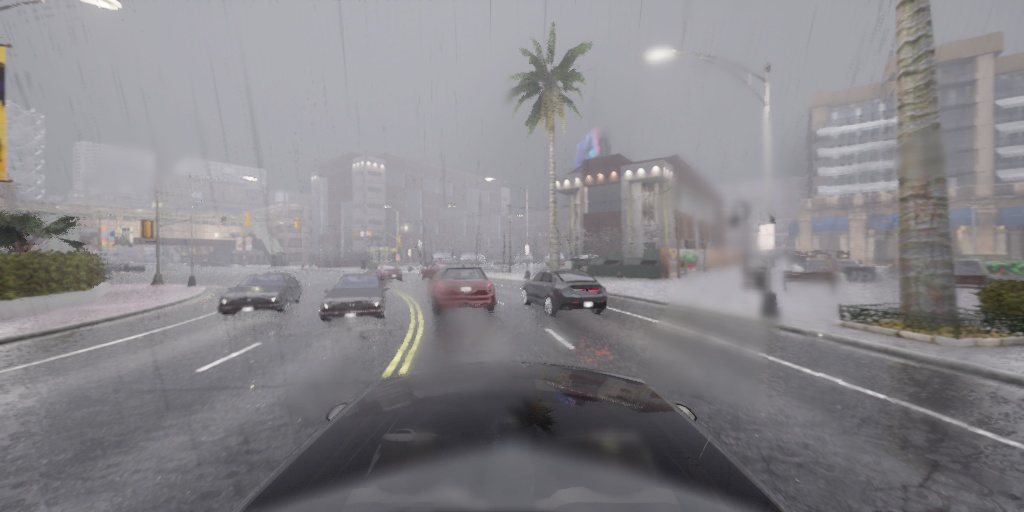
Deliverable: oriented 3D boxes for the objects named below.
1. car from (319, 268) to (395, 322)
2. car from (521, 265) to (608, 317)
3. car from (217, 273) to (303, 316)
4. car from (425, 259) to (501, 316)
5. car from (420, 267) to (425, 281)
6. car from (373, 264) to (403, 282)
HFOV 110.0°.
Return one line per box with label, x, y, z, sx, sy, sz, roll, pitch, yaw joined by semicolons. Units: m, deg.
car;-5.448;1.342;12.928;2.033;1.411;5.357;0;0;-18
car;1.729;1.244;13.285;1.837;1.490;4.892;0;0;-14
car;-9.628;1.375;14.219;2.033;1.411;5.357;0;0;-22
car;-2.067;1.122;13.836;2.097;1.767;4.553;-1;0;-16
car;-5.834;1.281;28.953;1.882;1.535;5.008;0;0;-36
car;-10.425;1.364;29.301;1.812;1.442;4.674;0;0;-37
